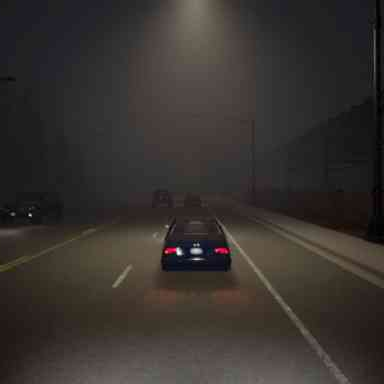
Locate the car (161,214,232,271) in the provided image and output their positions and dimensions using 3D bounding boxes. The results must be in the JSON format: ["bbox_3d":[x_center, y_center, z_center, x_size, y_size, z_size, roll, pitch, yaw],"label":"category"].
[{"bbox_3d":[0.100,1.408,10.339,2.033,1.411,5.357,0,1,0],"label":"car"}]

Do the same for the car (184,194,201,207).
[{"bbox_3d":[0.096,0.952,39.330,1.882,1.535,5.008,0,1,0],"label":"car"}]

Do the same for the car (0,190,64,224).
[{"bbox_3d":[-10.505,0.914,22.270,2.150,2.045,5.566,0,1,0],"label":"car"}]

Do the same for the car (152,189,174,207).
[{"bbox_3d":[-3.404,0.700,39.057,2.150,2.045,5.566,0,1,0],"label":"car"}]
